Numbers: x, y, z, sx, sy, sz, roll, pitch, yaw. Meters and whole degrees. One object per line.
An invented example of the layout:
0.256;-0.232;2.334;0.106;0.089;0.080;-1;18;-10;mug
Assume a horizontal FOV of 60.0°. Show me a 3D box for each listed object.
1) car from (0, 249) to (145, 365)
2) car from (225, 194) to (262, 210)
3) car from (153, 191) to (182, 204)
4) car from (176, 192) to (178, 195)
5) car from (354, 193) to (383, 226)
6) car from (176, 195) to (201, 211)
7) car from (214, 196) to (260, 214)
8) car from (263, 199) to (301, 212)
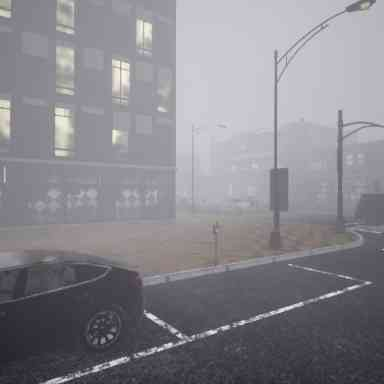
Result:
-2.738;1.566;4.601;4.313;1.339;1.947;0;0;-36;car
5.917;1.130;38.672;1.967;1.590;4.097;1;0;-36;car
-3.949;0.793;52.065;2.192;1.841;5.009;1;0;-36;car
-0.665;1.101;47.601;2.008;1.369;4.403;1;0;-36;car
13.023;1.155;20.368;5.566;2.045;2.150;2;2;45;car
-0.832;1.231;33.700;1.802;1.307;4.206;1;0;-36;car
3.971;1.243;31.535;1.812;1.442;4.674;0;0;-37;car
9.205;1.340;34.206;1.802;1.307;4.206;1;0;-36;car
